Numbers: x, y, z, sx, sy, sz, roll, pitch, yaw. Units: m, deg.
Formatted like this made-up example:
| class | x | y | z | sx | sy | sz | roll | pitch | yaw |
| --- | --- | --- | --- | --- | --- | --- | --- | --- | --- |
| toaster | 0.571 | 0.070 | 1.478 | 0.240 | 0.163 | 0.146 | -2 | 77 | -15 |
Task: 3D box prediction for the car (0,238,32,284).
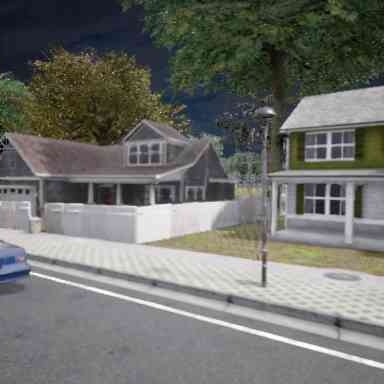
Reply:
| class | x | y | z | sx | sy | sz | roll | pitch | yaw |
| --- | --- | --- | --- | --- | --- | --- | --- | --- | --- |
| car | -6.161 | 1.488 | 8.189 | 5.357 | 1.411 | 2.033 | 0 | 0 | 34 |
